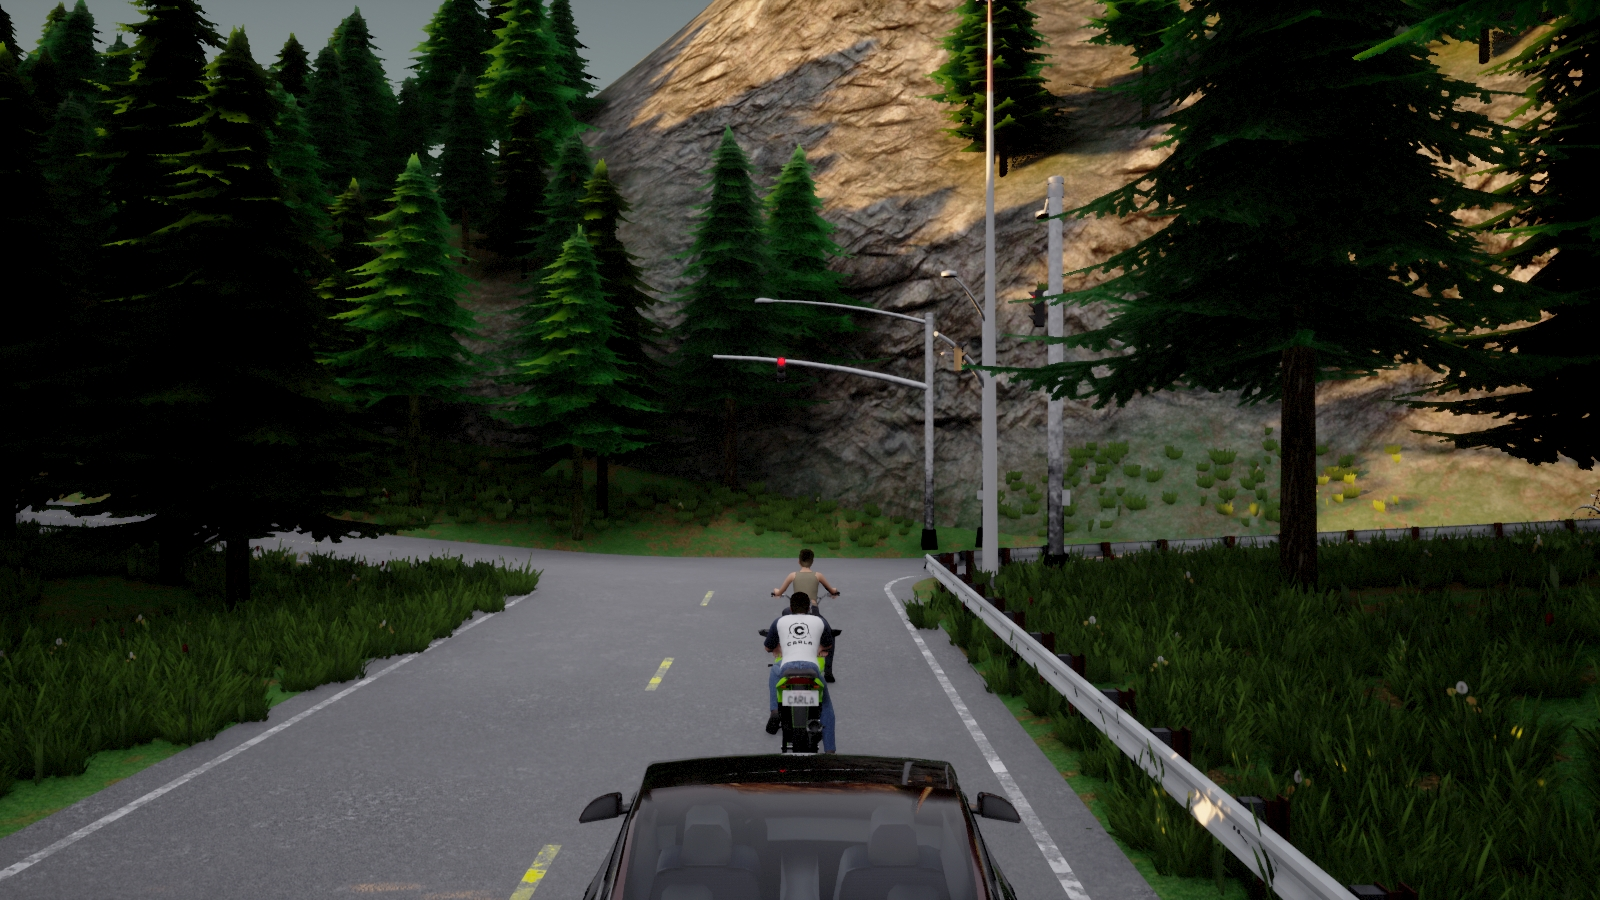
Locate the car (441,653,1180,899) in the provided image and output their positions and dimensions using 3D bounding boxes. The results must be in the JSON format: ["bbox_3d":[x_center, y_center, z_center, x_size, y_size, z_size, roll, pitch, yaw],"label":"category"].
[{"bbox_3d":[0.029,2.063,5.012,2.163,1.488,4.792,0,0,0],"label":"car"}]

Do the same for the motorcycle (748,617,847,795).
[{"bbox_3d":[-0.020,2.213,10.238,0.803,1.145,2.033,0,0,0],"label":"motorcycle"}]

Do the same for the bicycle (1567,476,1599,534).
[{"bbox_3d":[21.164,1.404,29.752,1.835,1.471,0.329,-5,-2,26],"label":"bicycle"}]
